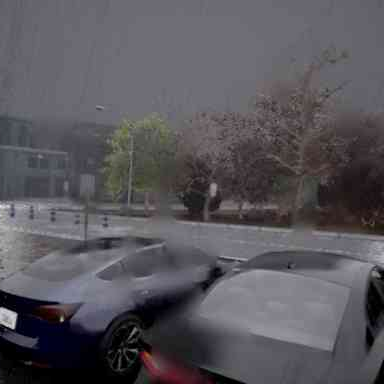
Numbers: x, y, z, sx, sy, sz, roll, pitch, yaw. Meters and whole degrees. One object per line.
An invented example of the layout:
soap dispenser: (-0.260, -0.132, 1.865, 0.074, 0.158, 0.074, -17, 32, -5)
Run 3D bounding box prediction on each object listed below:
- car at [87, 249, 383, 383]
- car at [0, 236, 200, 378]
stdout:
car: (1.490, 1.475, 4.077, 2.097, 1.535, 5.008, 0, 0, 36)
car: (-0.750, 1.492, 5.718, 2.163, 1.488, 4.792, 0, 0, 36)
